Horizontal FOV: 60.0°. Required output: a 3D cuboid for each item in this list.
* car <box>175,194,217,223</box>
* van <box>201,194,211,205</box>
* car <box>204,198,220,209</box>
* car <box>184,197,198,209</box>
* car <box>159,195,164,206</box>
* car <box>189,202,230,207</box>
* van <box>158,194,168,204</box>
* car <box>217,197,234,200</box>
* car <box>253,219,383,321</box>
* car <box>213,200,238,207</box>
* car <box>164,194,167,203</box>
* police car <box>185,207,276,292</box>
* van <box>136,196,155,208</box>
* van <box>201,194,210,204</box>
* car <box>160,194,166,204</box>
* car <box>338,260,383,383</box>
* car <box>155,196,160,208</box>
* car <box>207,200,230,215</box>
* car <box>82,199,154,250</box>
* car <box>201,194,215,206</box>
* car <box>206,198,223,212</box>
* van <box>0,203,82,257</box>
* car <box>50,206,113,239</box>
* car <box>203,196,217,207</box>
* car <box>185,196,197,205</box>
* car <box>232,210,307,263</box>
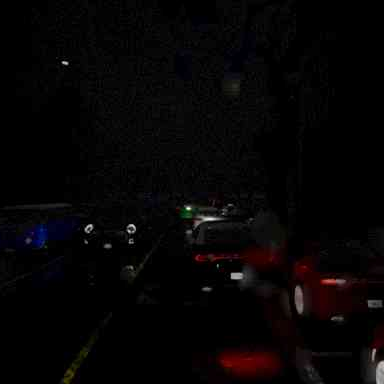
[{"bbox_3d":[0.288,1.224,25.181,2.150,2.045,5.566,0,0,11],"label":"car"},{"bbox_3d":[2.636,1.360,61.607,1.690,1.788,3.998,0,0,0],"label":"van"},{"bbox_3d":[2.670,1.554,45.294,1.887,1.381,4.507,0,0,0],"label":"car"},{"bbox_3d":[-0.083,1.488,46.886,1.882,1.535,5.008,0,0,0],"label":"car"},{"bbox_3d":[-5.866,1.578,50.714,1.947,1.339,4.313,0,0,0],"label":"car"},{"bbox_3d":[0.863,1.527,18.931,1.812,1.442,4.674,0,0,0],"label":"car"},{"bbox_3d":[-5.900,1.364,67.027,1.690,1.788,3.998,0,0,0],"label":"van"},{"bbox_3d":[2.703,1.318,28.981,2.192,1.841,5.009,0,0,0],"label":"car"},{"bbox_3d":[2.748,1.545,7.231,1.887,1.381,4.507,0,0,0],"label":"car"},{"bbox_3d":[2.714,1.527,23.713,1.752,1.417,4.829,0,0,0],"label":"car"},{"bbox_3d":[-5.889,1.459,61.589,1.967,1.590,4.097,0,0,0],"label":"car"},{"bbox_3d":[0.872,1.426,9.041,1.930,1.638,5.238,0,0,0],"label":"police car"},{"bbox_3d":[-5.844,1.348,39.839,1.690,1.788,3.998,0,0,0],"label":"van"},{"bbox_3d":[2.625,1.363,67.044,1.690,1.788,3.998,0,0,0],"label":"van"},{"bbox_3d":[-5.877,1.541,55.982,1.752,1.417,4.829,0,0,0],"label":"car"},{"bbox_3d":[2.759,1.545,1.793,1.887,1.381,4.507,0,0,0],"label":"car"},{"bbox_3d":[-5.855,1.535,45.107,1.752,1.417,4.829,0,0,0],"label":"car"},{"bbox_3d":[2.692,1.556,34.418,2.008,1.369,4.403,0,0,0],"label":"car"},{"bbox_3d":[-3.028,1.353,14.167,2.097,1.767,4.553,0,0,0],"label":"car"},{"bbox_3d":[2.647,1.330,56.169,2.192,1.841,5.009,0,0,0],"label":"car"},{"bbox_3d":[2.681,1.532,40.026,1.752,1.417,4.829,0,0,0],"label":"car"},{"bbox_3d":[-5.788,1.342,12.651,1.690,1.788,3.998,0,0,0],"label":"van"},{"bbox_3d":[-5.799,1.552,18.089,2.008,1.369,4.403,0,0,0],"label":"car"},{"bbox_3d":[2.659,1.452,50.731,1.967,1.590,4.097,0,0,0],"label":"car"},{"bbox_3d":[-0.123,1.510,60.702,2.128,1.511,4.902,0,0,0],"label":"car"},{"bbox_3d":[2.737,1.526,12.838,1.752,1.417,4.829,0,0,0],"label":"car"}]
